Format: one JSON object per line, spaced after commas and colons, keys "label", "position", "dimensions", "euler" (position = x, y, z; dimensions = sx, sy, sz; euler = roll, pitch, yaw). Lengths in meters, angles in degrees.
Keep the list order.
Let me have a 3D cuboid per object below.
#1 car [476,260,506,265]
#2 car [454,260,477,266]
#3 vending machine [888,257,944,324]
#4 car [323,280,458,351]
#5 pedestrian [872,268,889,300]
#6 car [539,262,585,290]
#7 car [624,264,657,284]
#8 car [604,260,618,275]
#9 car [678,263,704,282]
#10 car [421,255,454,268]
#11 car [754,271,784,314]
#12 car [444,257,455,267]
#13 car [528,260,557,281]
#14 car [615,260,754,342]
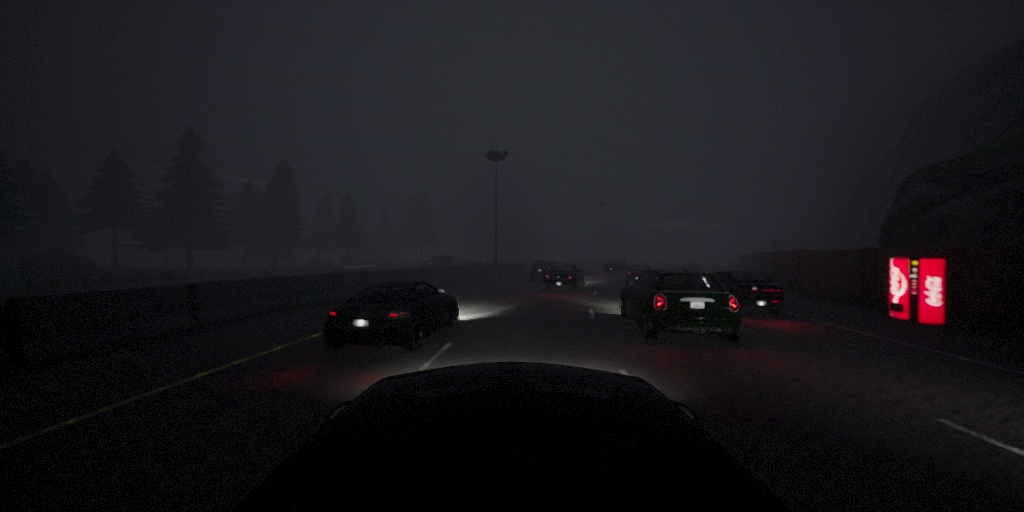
{"label": "car", "position": [-1.982, 1.266, 43.052], "dimensions": [1.994, 1.385, 4.181], "euler": [0, 0, 30]}
{"label": "car", "position": [-4.826, 1.245, 45.122], "dimensions": [1.994, 1.385, 4.181], "euler": [0, 0, 30]}
{"label": "vending machine", "position": [13.029, 1.025, 11.533], "dimensions": [1.100, 2.100, 0.880], "euler": [0, 0, 12]}
{"label": "car", "position": [-2.748, 1.289, 9.049], "dimensions": [1.994, 1.385, 4.181], "euler": [0, 0, 7]}
{"label": "pedestrian", "position": [12.905, 0.923, 12.378], "dimensions": [0.500, 1.100, 0.500], "euler": [0, 0, 12]}
{"label": "car", "position": [3.277, 1.204, 21.727], "dimensions": [1.895, 1.301, 4.718], "euler": [0, 0, 18]}
{"label": "car", "position": [10.497, 1.398, 29.071], "dimensions": [1.895, 1.301, 4.718], "euler": [0, 0, 27]}
{"label": "car", "position": [11.151, 1.127, 37.790], "dimensions": [1.882, 1.535, 5.008], "euler": [0, 0, 31]}
{"label": "car", "position": [15.518, 1.356, 30.938], "dimensions": [1.812, 1.442, 4.674], "euler": [0, 0, 29]}
{"label": "car", "position": [-10.129, 0.864, 49.905], "dimensions": [2.150, 2.045, 5.566], "euler": [0, 0, 31]}
{"label": "car", "position": [8.739, 1.303, 14.173], "dimensions": [1.837, 1.490, 4.892], "euler": [0, 0, 12]}
{"label": "car", "position": [-6.409, 1.214, 49.342], "dimensions": [2.033, 1.411, 5.357], "euler": [0, 0, 31]}
{"label": "car", "position": [2.949, 1.100, 29.304], "dimensions": [2.097, 1.767, 4.553], "euler": [0, 0, 23]}
{"label": "car", "position": [4.440, 1.125, 10.169], "dimensions": [2.097, 1.767, 4.553], "euler": [0, 0, 7]}
